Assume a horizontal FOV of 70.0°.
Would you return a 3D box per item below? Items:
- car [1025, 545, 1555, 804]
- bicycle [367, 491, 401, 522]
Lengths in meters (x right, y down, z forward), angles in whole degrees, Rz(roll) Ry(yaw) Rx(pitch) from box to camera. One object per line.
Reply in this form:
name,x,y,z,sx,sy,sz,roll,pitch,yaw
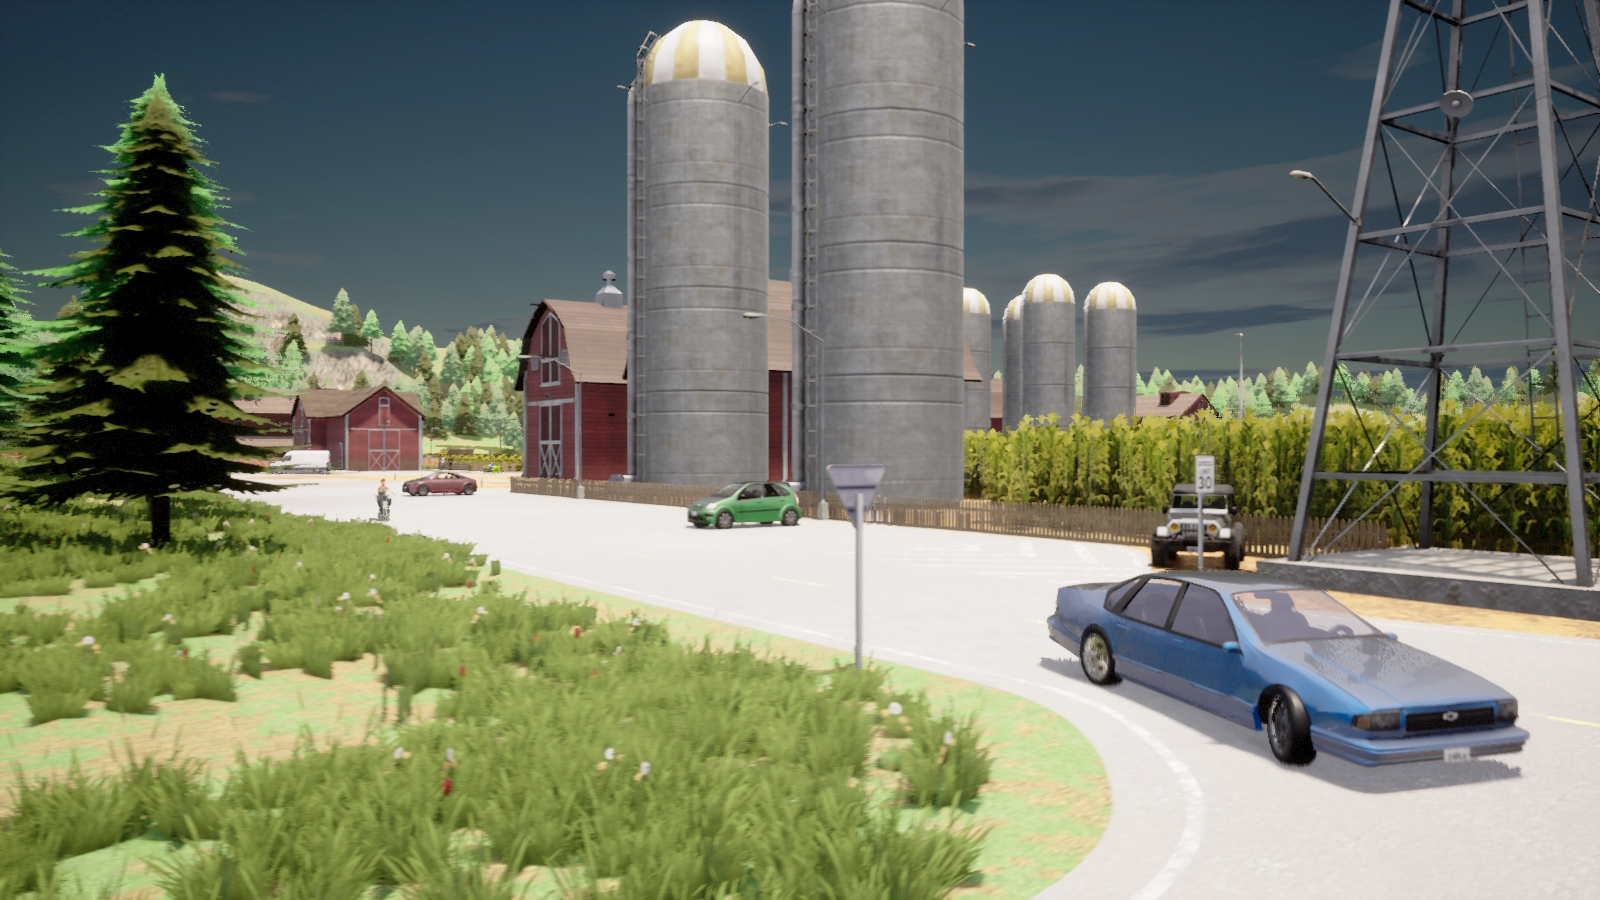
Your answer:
car,4.597,2.026,11.940,2.033,1.411,5.357,0,2,-18
bicycle,-15.606,2.123,42.844,0.859,1.080,1.487,0,0,-34
